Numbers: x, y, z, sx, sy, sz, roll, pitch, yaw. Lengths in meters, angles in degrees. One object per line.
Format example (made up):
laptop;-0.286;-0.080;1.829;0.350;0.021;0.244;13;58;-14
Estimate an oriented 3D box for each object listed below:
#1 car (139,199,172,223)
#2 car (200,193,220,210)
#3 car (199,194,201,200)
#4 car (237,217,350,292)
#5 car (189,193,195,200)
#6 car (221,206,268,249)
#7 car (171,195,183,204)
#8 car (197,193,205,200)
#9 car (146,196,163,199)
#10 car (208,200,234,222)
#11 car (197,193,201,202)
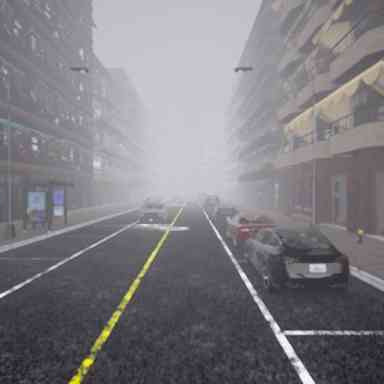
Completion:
car;-2.845;1.542;25.810;2.033;1.411;5.357;0;0;0
car;2.545;1.309;42.739;2.192;1.841;5.009;-1;0;0
car;2.562;1.435;54.068;1.967;1.590;4.097;-1;0;0
car;2.524;1.564;8.753;1.947;1.339;4.313;-1;0;0
car;0.006;1.394;93.931;2.033;1.411;5.357;0;0;0
car;2.524;1.541;14.417;1.887;1.381;4.507;-1;0;0
car;-2.756;1.498;65.967;2.128;1.511;4.902;0;0;0
car;2.559;1.320;93.718;2.192;1.841;5.009;-1;0;0
car;-5.323;1.433;42.974;1.967;1.590;4.097;-1;0;0
car;2.525;1.546;25.747;2.008;1.369;4.403;-1;0;0
car;2.274;1.228;75.413;2.150;2.045;5.566;0;0;0
